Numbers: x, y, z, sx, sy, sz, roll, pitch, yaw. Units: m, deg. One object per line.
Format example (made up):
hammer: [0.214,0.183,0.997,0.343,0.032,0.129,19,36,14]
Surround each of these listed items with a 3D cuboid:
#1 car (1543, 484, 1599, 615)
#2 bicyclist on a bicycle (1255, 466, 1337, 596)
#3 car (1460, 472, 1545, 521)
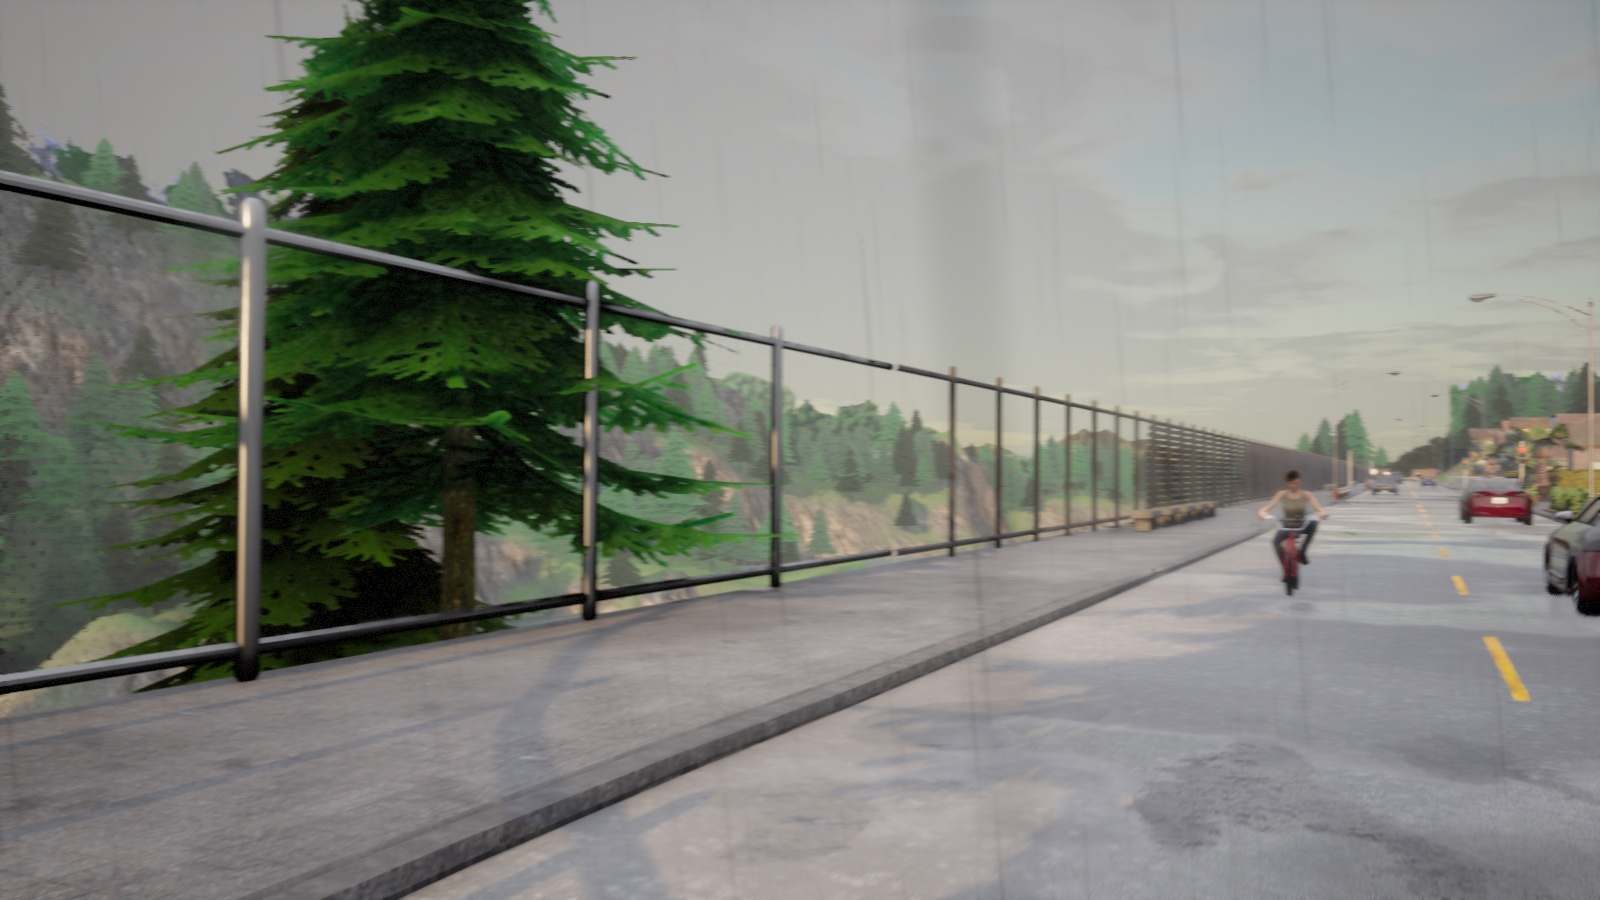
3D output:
car: [10.334,1.120,15.163,1.994,1.385,4.181,-1,-1,26]
bicyclist on a bicycle: [6.497,1.018,16.405,0.866,1.612,1.509,-1,-1,26]
car: [23.052,1.482,41.364,2.163,1.488,4.792,-1,-1,26]
